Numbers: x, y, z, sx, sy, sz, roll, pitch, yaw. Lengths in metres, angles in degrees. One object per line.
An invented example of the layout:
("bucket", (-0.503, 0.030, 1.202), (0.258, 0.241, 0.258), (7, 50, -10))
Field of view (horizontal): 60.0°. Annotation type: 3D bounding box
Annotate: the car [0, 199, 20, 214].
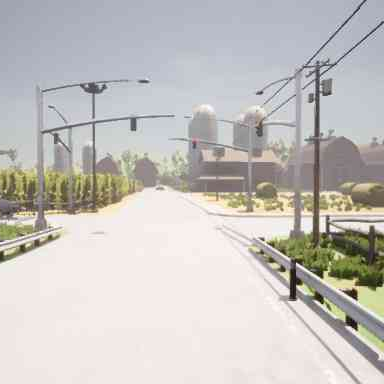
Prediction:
("car", (-15.818, 1.273, 25.397), (4.902, 1.511, 2.128), (0, 2, -6))
